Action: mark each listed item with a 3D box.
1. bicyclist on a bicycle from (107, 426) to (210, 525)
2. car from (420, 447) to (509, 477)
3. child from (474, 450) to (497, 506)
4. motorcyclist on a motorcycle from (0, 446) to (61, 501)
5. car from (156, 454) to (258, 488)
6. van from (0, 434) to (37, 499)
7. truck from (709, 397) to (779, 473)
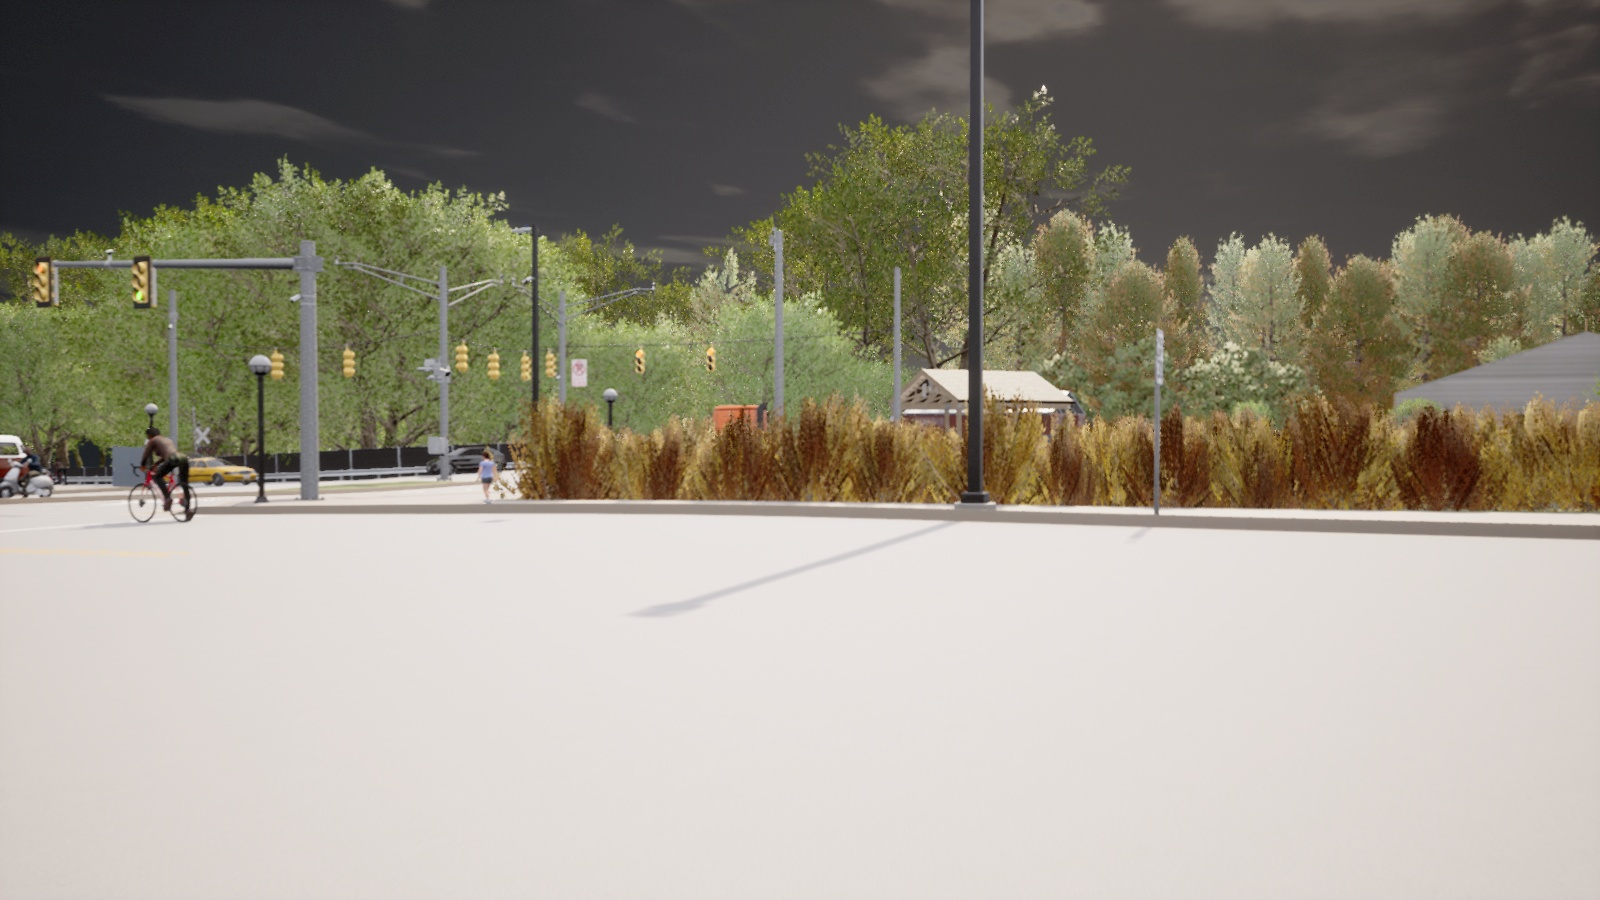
[{"bbox_3d":[-10.794,0.437,21.126,1.656,1.620,0.582,-2,0,24],"label":"bicyclist on a bicycle"},{"bbox_3d":[-18.056,0.623,67.631,4.193,1.474,1.816,-3,2,-38],"label":"car"},{"bbox_3d":[-6.340,0.554,25.318,0.394,1.110,0.255,1,1,40],"label":"child"},{"bbox_3d":[-22.973,0.698,37.131,0.866,1.590,1.817,0,-1,19],"label":"motorcyclist on a motorcycle"},{"bbox_3d":[-30.143,1.057,63.836,5.366,1.575,1.801,-1,1,28],"label":"car"},{"bbox_3d":[-26.417,0.519,38.831,2.069,2.038,4.480,-1,-1,22],"label":"van"},{"bbox_3d":[-2.875,-0.638,62.427,2.891,3.462,7.936,-1,-1,-6],"label":"truck"}]
